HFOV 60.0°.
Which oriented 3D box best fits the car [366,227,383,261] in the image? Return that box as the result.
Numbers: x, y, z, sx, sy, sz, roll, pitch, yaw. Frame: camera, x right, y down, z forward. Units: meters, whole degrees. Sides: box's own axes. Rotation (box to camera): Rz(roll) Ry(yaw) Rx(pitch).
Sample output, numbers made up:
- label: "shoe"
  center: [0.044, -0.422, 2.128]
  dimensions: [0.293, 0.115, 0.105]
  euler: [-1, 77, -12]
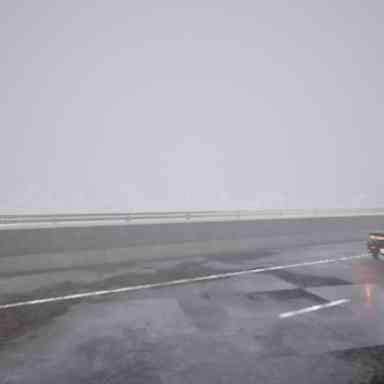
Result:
- label: "car"
  center: [8.612, 1.813, 12.411]
  dimensions: [4.902, 1.511, 2.128]
  euler: [1, -2, -29]
